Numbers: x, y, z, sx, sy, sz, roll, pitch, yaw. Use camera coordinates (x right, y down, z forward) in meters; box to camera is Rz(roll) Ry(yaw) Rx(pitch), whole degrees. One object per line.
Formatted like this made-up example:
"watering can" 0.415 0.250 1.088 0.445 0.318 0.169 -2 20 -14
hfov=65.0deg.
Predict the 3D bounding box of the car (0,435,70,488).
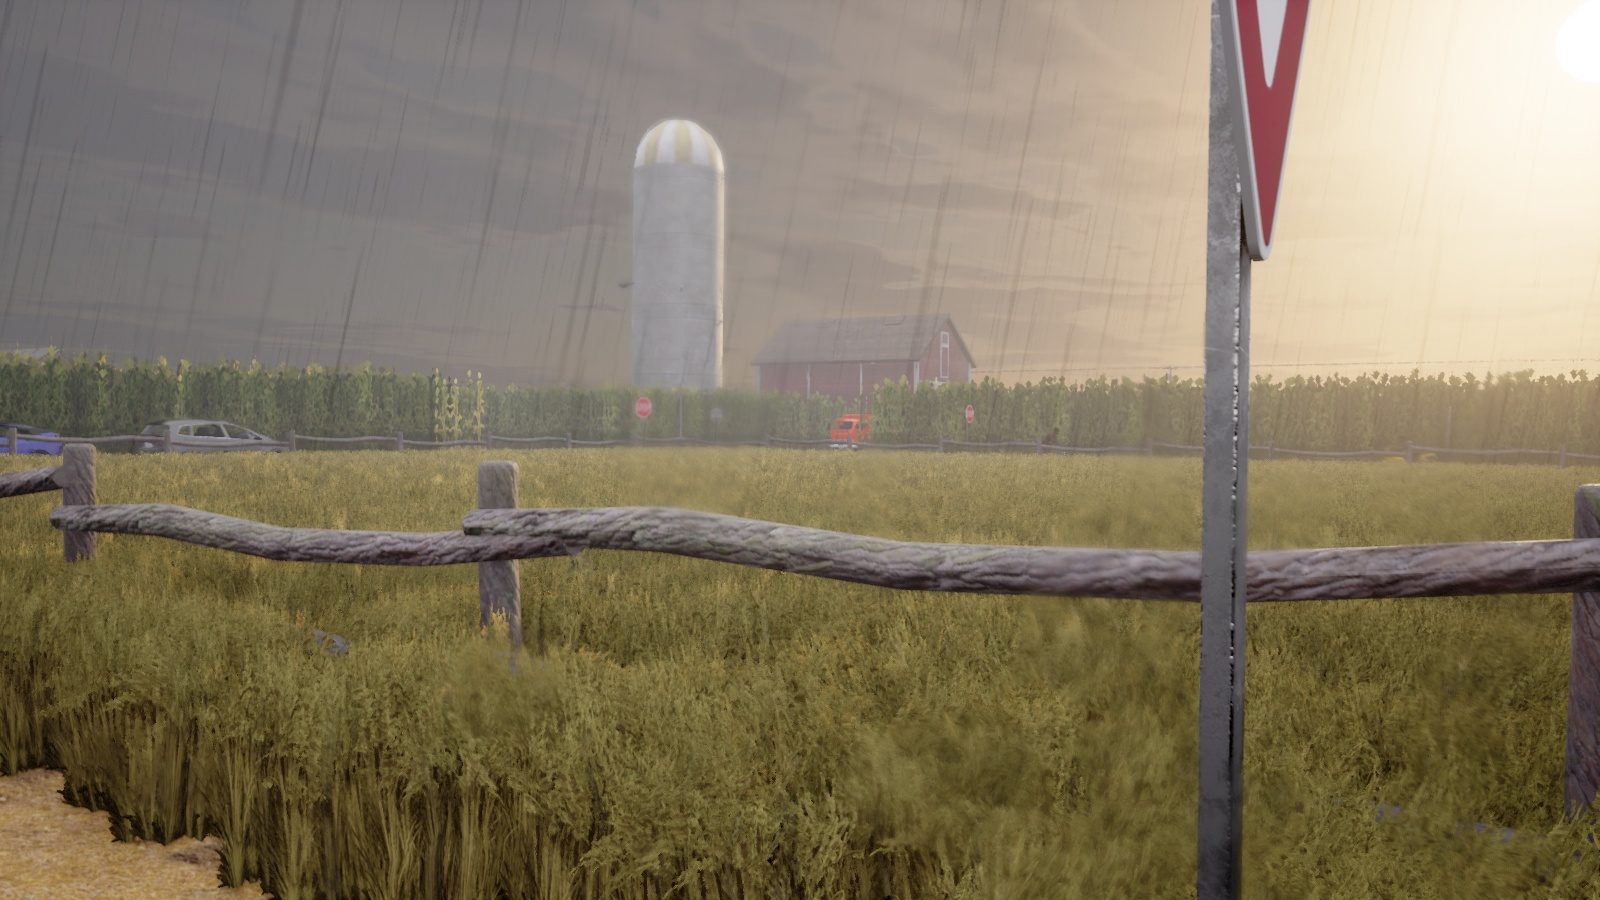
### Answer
"car" -24.308 0.340 36.886 2.007 1.525 4.514 0 1 34

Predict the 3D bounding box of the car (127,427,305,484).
"car" -18.506 0.136 39.982 2.242 1.667 4.611 0 1 34

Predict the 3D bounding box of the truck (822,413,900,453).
"truck" 3.896 -1.043 79.035 2.627 2.467 5.204 0 0 34

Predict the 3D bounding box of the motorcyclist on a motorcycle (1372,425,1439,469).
"motorcyclist on a motorcycle" 21.290 -0.130 44.170 2.044 1.523 0.797 0 1 34
